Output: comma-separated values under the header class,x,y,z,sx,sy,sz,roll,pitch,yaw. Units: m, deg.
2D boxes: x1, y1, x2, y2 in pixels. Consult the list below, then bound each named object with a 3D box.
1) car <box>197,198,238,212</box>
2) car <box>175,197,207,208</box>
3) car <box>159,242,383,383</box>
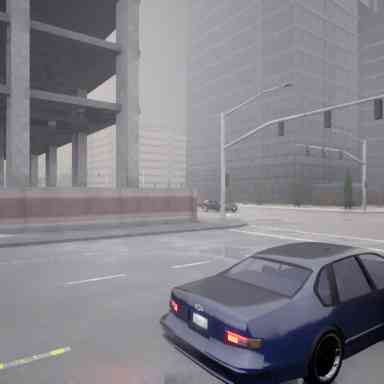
class,x,y,z,sx,sy,sz,roll,pitch,yaw
car,3.074,1.505,37.408,1.837,1.490,4.892,0,0,-36
car,-0.220,1.491,48.227,2.128,1.511,4.902,0,0,-36
car,2.149,1.547,5.324,5.357,1.411,2.033,0,0,-35
